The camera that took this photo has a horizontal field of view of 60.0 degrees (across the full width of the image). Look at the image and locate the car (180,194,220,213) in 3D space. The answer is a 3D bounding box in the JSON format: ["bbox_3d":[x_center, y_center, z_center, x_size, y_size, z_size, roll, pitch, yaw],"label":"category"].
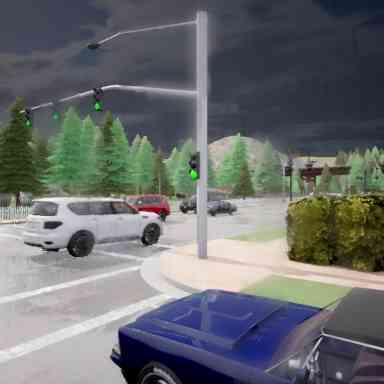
[{"bbox_3d":[1.036,1.221,36.144,2.150,2.045,5.566,0,0,39],"label":"car"}]

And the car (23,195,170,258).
[{"bbox_3d":[-3.583,1.221,13.087,2.150,2.045,5.566,0,0,38],"label":"car"}]

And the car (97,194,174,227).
[{"bbox_3d":[-3.951,1.221,24.227,2.150,2.045,5.566,0,0,38],"label":"car"}]

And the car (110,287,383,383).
[{"bbox_3d":[1.467,1.601,2.919,4.718,1.301,1.895,0,0,36],"label":"car"}]

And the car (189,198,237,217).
[{"bbox_3d":[2.416,1.547,32.257,2.033,1.411,5.357,0,0,38],"label":"car"}]

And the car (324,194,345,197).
[{"bbox_3d":[16.860,1.221,38.923,2.150,2.045,5.566,0,0,38],"label":"car"}]
